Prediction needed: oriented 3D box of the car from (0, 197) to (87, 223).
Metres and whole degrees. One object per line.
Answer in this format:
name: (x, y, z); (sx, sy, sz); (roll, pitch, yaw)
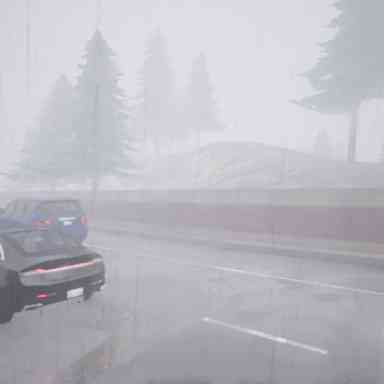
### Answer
car: (-6.561, 1.246, 14.005); (5.566, 2.045, 2.150); (0, 0, 42)

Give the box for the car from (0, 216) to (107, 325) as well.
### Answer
car: (-3.875, 1.504, 7.157); (4.902, 1.511, 2.128); (0, 0, 39)
